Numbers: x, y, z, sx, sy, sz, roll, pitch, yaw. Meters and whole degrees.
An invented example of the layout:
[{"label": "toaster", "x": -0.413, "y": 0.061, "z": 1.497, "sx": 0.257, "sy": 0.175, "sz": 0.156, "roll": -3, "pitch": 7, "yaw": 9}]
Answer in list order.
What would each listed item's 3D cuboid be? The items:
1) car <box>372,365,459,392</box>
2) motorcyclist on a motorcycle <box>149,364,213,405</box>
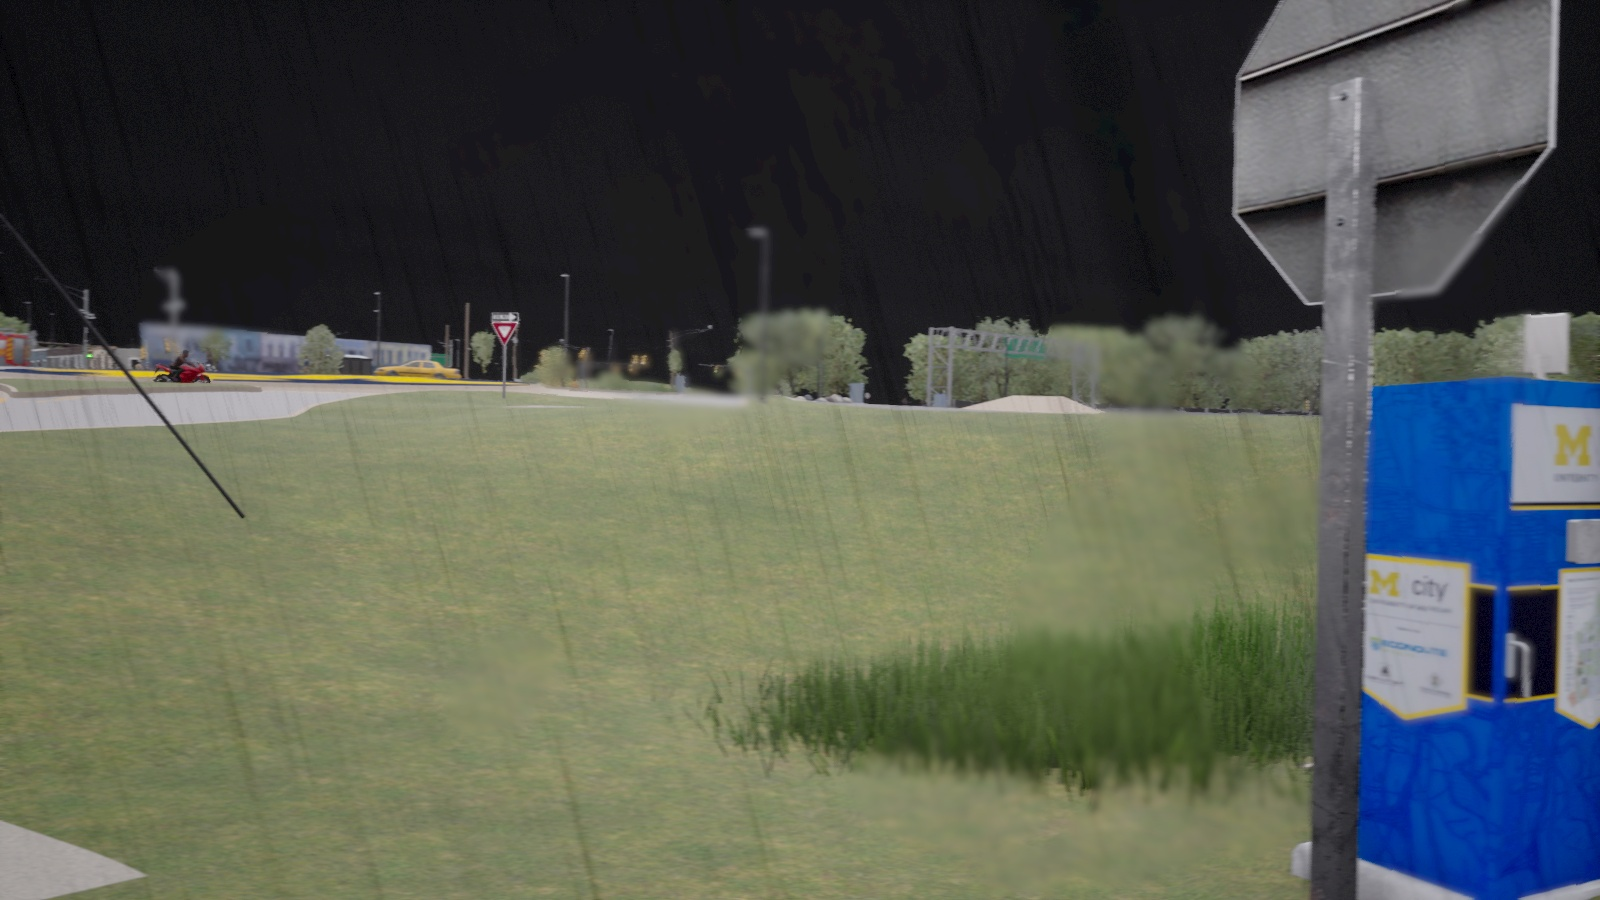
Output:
[{"label": "car", "x": -25.083, "y": -4.650, "z": 82.129, "sx": 5.366, "sy": 1.575, "sz": 1.801, "roll": 1, "pitch": 1, "yaw": -16}, {"label": "motorcyclist on a motorcycle", "x": -23.457, "y": -2.492, "z": 47.615, "sx": 2.044, "sy": 1.523, "sz": 0.797, "roll": 0, "pitch": 3, "yaw": -10}]
